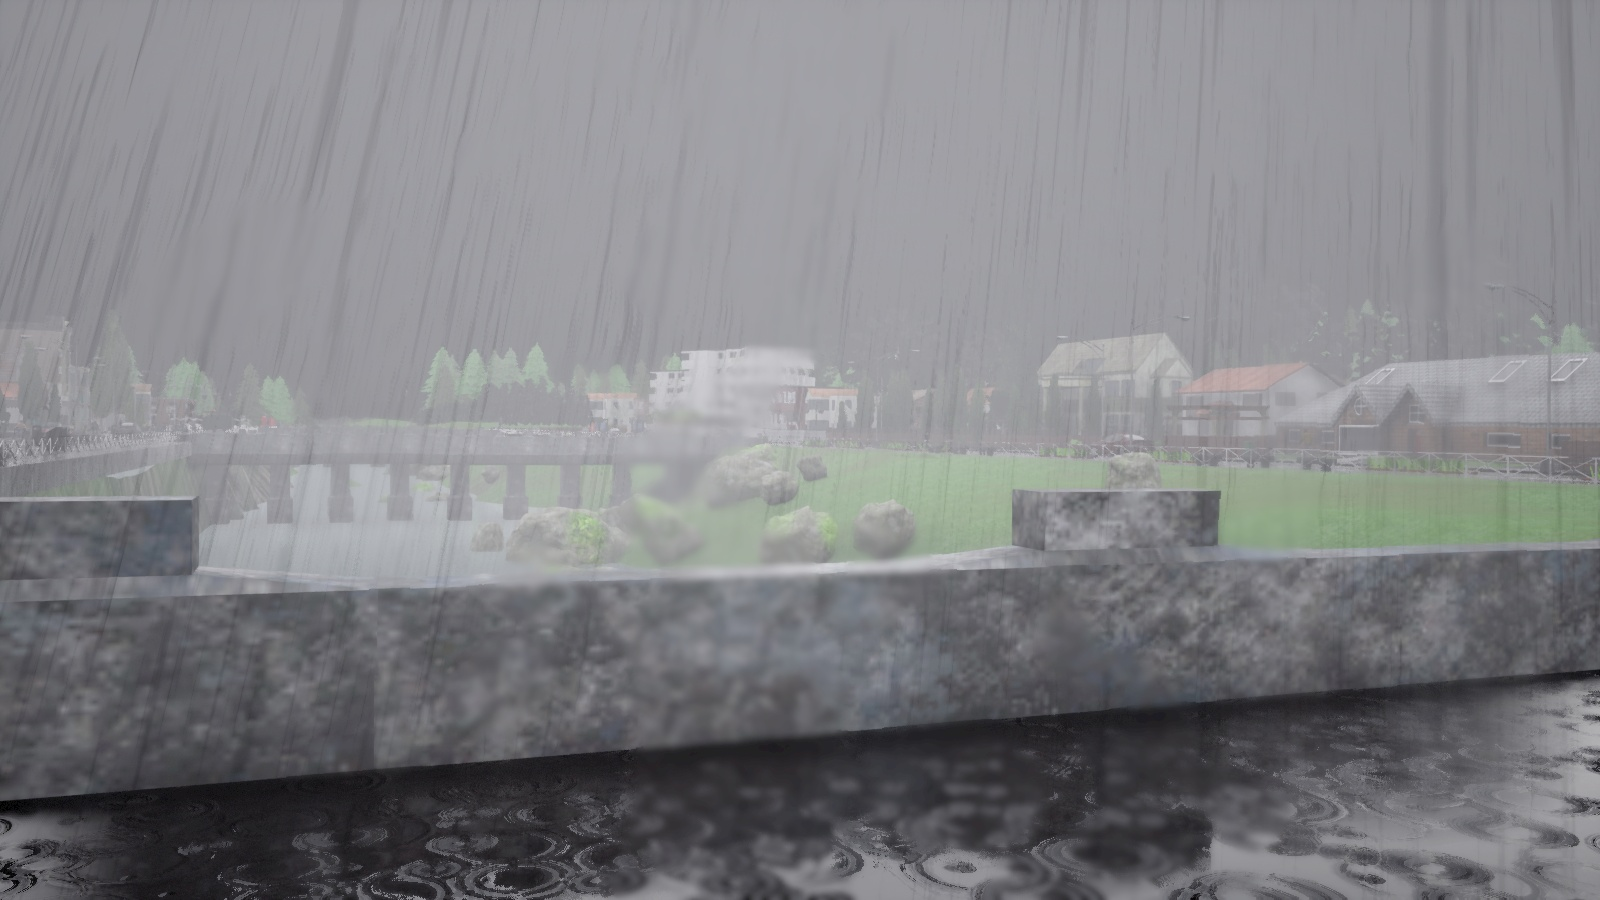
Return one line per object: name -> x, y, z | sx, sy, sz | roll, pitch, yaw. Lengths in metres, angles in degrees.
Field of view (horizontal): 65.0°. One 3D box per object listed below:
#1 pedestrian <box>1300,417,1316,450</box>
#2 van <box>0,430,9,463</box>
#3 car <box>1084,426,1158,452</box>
pedestrian -> 28.143, -0.928, 69.556 | 0.370, 1.835, 0.726 | -1, 1, -32
van -> -49.856, -0.183, 76.432 | 2.069, 2.038, 4.480 | -1, 1, -21
car -> 19.841, -0.706, 77.901 | 1.882, 1.535, 5.008 | -1, 1, -21
